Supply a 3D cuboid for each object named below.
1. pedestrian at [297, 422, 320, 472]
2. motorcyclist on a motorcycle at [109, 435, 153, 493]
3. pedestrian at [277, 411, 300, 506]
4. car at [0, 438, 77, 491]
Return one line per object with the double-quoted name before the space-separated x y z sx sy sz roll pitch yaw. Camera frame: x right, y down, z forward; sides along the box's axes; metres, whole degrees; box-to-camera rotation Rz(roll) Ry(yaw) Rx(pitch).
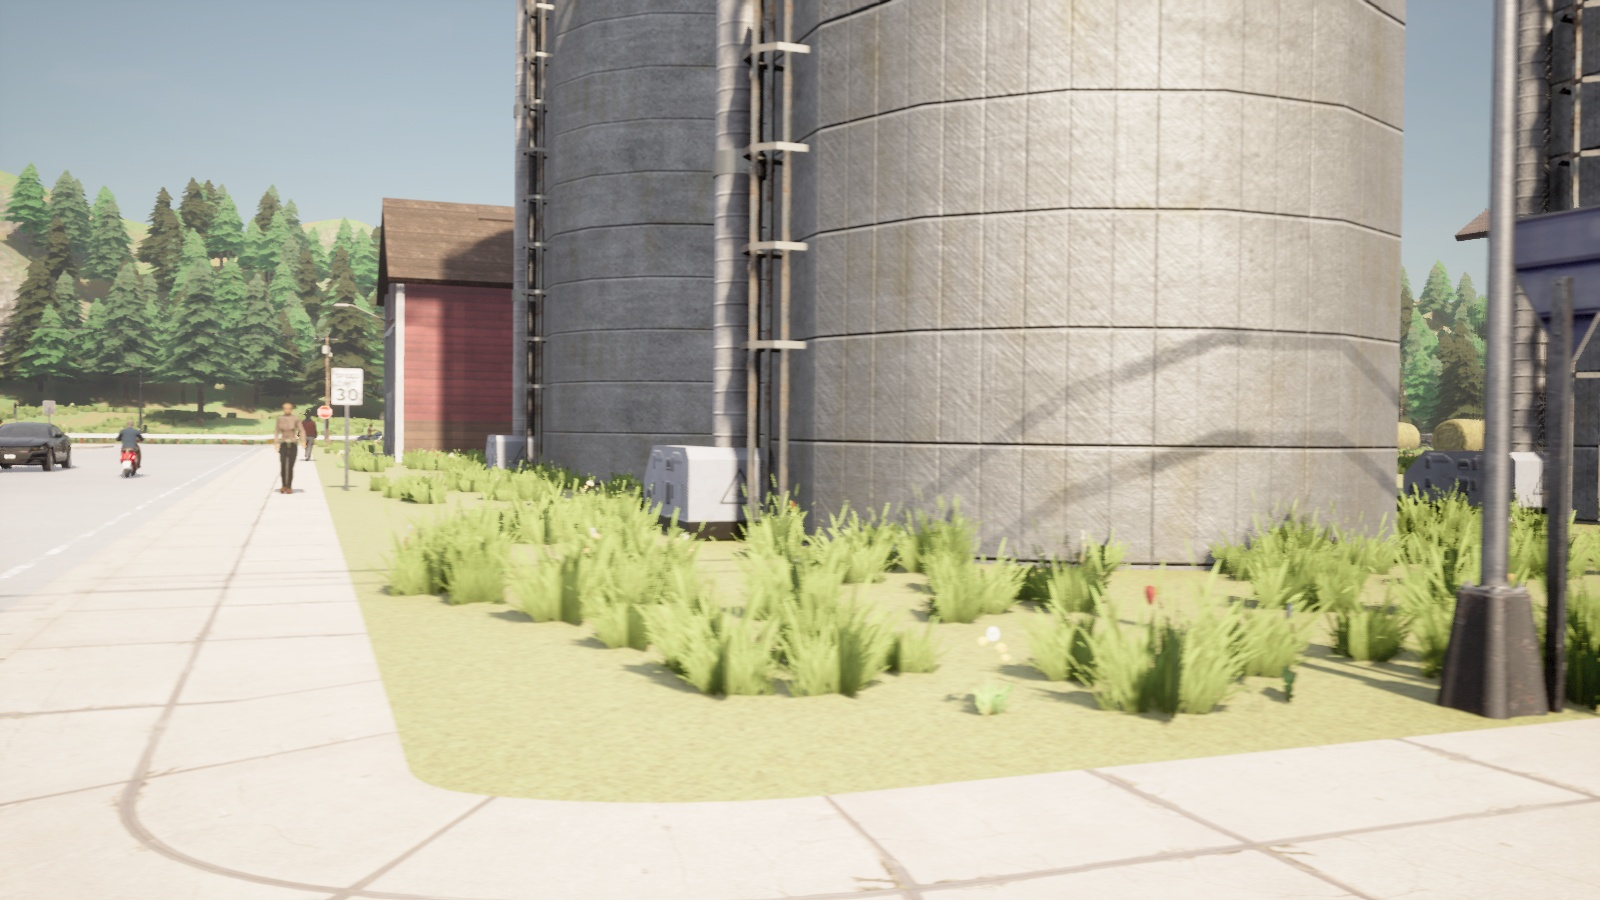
"pedestrian" -18.503 -0.116 47.270 0.634 1.844 0.899 -1 1 -10
"motorcyclist on a motorcycle" -18.809 0.377 35.355 0.866 1.590 1.817 -1 1 -22
"pedestrian" -10.059 0.160 24.718 0.331 1.846 0.634 -1 1 -17
"car" -24.119 0.394 39.250 1.882 1.535 5.008 -1 1 -22
